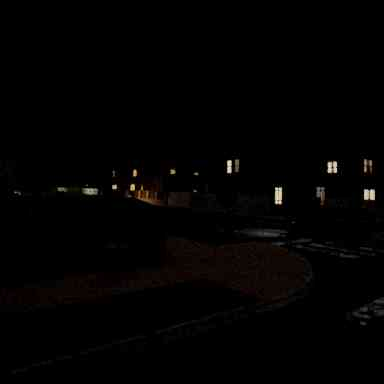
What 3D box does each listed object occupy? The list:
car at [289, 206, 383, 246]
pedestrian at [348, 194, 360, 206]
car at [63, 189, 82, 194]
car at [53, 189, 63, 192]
[{"bbox_3d":[6.817,1.377,14.758,4.892,1.490,1.837,2,5,37],"label":"car"},{"bbox_3d":[8.468,1.027,17.450,0.375,1.860,0.375,3,-2,-36],"label":"pedestrian"},{"bbox_3d":[-16.440,0.548,47.312,1.994,1.385,4.181,1,1,-35],"label":"car"},{"bbox_3d":[-22.211,0.260,55.402,2.128,1.511,4.902,1,1,-35],"label":"car"}]
